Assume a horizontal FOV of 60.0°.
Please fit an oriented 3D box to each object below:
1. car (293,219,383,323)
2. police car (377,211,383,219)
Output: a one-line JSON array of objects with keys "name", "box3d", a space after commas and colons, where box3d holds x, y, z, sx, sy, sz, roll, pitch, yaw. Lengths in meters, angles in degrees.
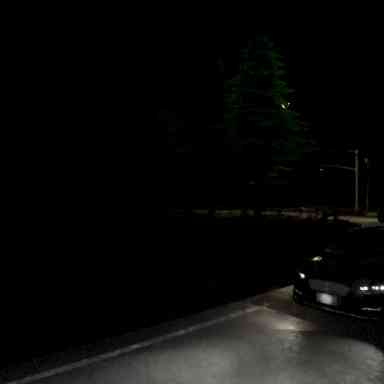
[{"name": "car", "box3d": [4.103, 1.583, 7.317, 4.902, 1.511, 2.128, 1, -1, -42]}, {"name": "police car", "box3d": [17.325, 1.861, 27.438, 2.038, 1.542, 4.974, 0, -1, -1]}]
